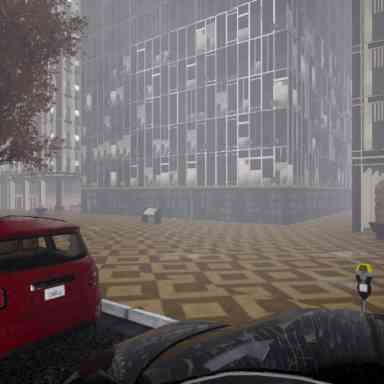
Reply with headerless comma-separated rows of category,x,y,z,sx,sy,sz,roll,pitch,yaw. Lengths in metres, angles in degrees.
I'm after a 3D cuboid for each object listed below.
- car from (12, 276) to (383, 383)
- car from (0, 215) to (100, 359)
car,0.866,1.566,2.259,4.313,1.339,1.947,0,0,36
car,-3.626,1.316,5.472,5.009,1.841,2.192,0,0,36
